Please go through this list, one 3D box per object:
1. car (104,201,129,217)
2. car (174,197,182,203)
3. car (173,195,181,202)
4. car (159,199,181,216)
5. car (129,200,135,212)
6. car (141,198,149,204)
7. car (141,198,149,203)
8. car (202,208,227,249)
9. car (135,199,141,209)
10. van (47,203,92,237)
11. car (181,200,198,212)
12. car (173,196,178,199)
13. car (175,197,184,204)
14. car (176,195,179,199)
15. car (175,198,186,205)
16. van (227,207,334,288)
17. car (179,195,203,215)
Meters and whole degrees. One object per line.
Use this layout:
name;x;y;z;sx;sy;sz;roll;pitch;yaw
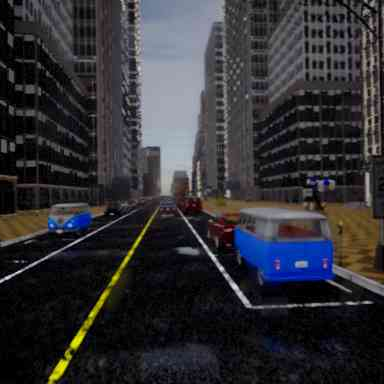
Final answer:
car;-8.319;1.877;36.036;1.947;1.339;4.313;-1;0;-4
car;-3.722;2.023;86.381;1.947;1.339;4.313;-1;0;-4
car;-4.143;1.804;91.905;2.192;1.841;5.009;-1;0;-4
car;-2.572;1.757;35.451;2.033;1.411;5.357;-1;0;-4
car;-8.737;1.894;41.559;2.008;1.369;4.403;-1;0;-4
car;-11.242;2.117;74.701;1.802;1.307;4.206;-1;0;-4
car;-12.077;2.180;85.748;1.802;1.307;4.206;-1;0;-4
car;1.730;1.584;14.581;1.887;1.381;4.507;-1;0;-4
car;-9.571;1.989;52.607;1.802;1.307;4.206;-1;0;-4
van;-7.069;1.554;19.467;1.690;1.788;3.998;-1;0;-4
car;-0.381;1.747;42.193;1.887;1.381;4.507;-1;0;-4
car;-3.446;1.770;47.137;2.128;1.511;4.902;-1;0;-4
car;-2.900;1.920;75.504;1.752;1.417;4.829;-1;0;-4
car;-0.802;1.549;47.718;2.192;1.841;5.009;-1;0;-4
car;-2.469;1.913;69.811;2.008;1.369;4.403;-1;0;-4
van;2.235;1.345;9.066;1.690;1.788;3.998;-1;0;-4
car;0.033;1.485;36.671;2.192;1.841;5.009;-1;0;-4
